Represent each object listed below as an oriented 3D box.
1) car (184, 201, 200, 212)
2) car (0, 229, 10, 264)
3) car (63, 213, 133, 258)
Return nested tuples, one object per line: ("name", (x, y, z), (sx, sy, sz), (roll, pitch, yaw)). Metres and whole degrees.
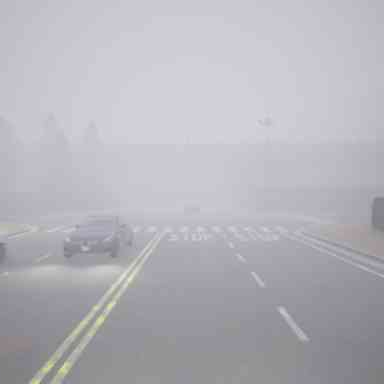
("car", (0.035, 1.837, 42.412), (1.994, 1.385, 4.181), (0, -1, 0))
("car", (-7.054, 1.590, 9.419), (1.812, 1.442, 4.674), (0, 0, 0))
("car", (-3.521, 1.615, 13.291), (1.812, 1.442, 4.674), (0, 0, 0))
